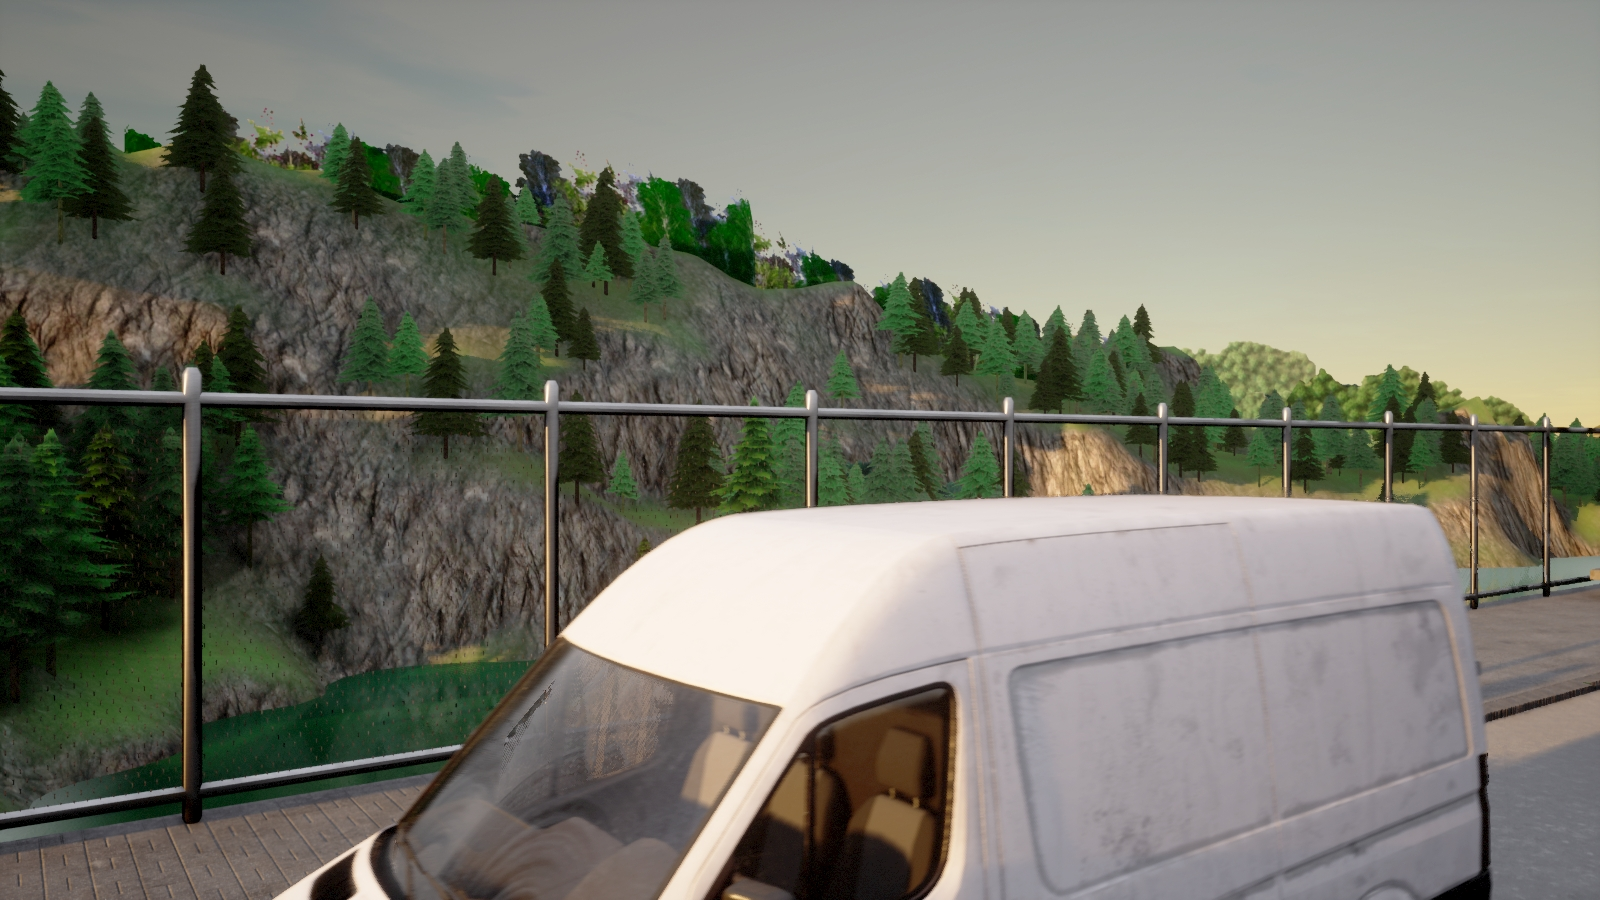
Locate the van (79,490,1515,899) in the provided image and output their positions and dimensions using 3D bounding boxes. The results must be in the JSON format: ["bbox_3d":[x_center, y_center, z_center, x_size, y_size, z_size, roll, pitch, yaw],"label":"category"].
[{"bbox_3d":[0.540,1.533,4.767,5.915,2.561,1.988,0,0,-35],"label":"van"}]
